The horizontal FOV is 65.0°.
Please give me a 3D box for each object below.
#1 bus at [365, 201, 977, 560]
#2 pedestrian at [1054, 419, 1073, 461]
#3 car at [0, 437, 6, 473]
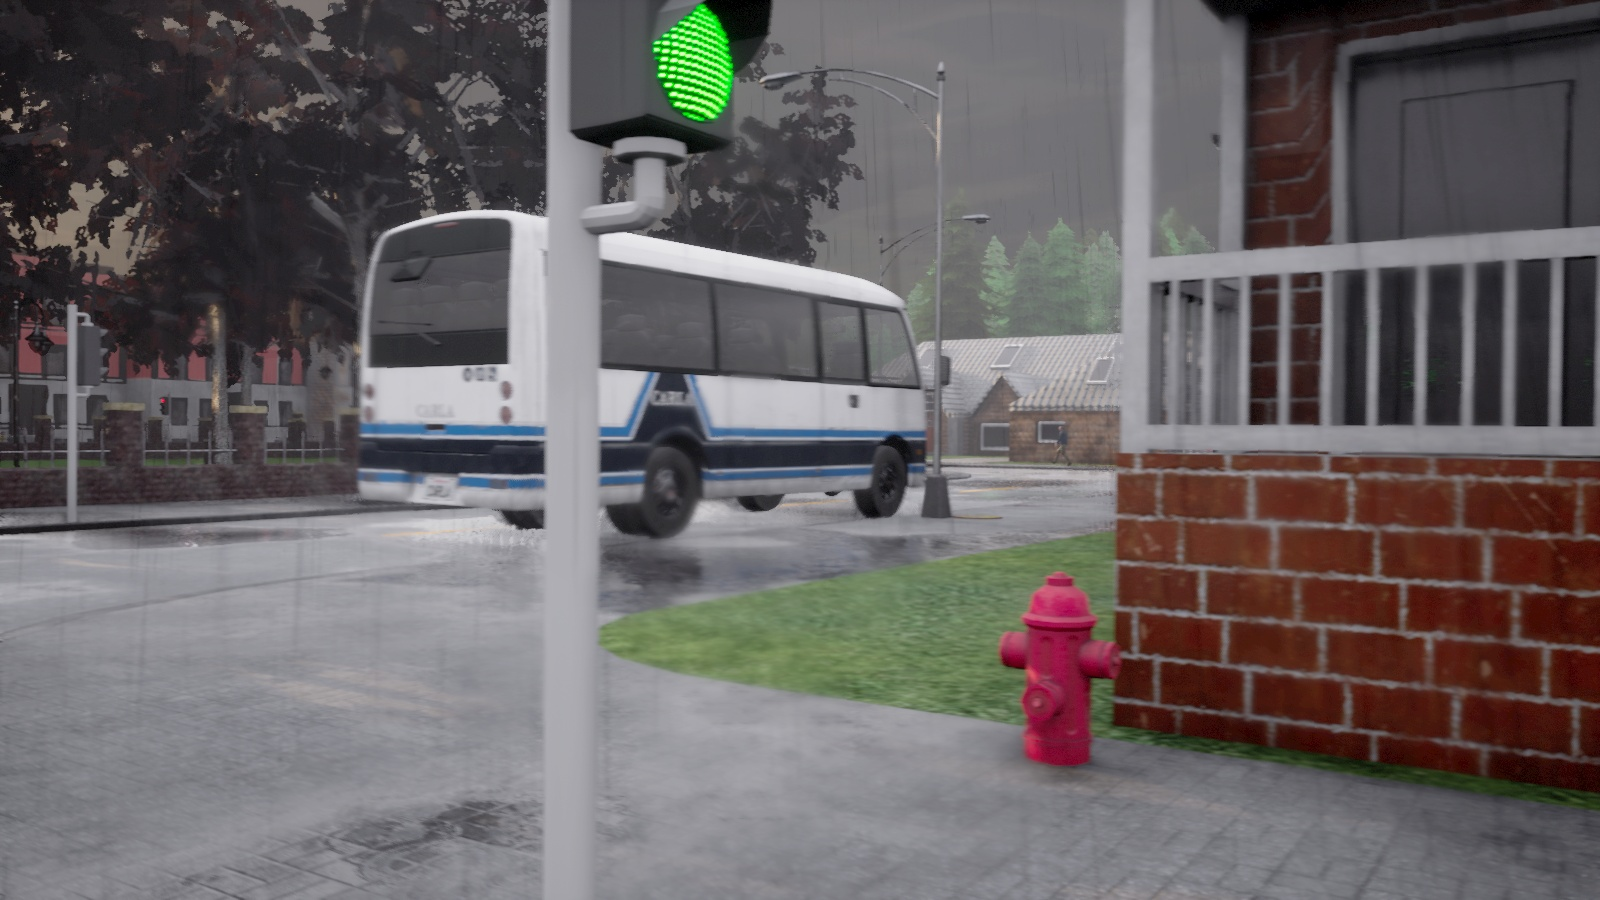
[{"bbox_3d":[-1.336,-0.909,20.211,3.944,4.253,10.273,0,1,36],"label":"bus"},{"bbox_3d":[11.682,-0.426,55.684,0.726,1.842,0.402,0,1,33],"label":"pedestrian"},{"bbox_3d":[-37.760,0.267,54.425,1.801,1.575,5.366,0,1,34],"label":"car"}]
